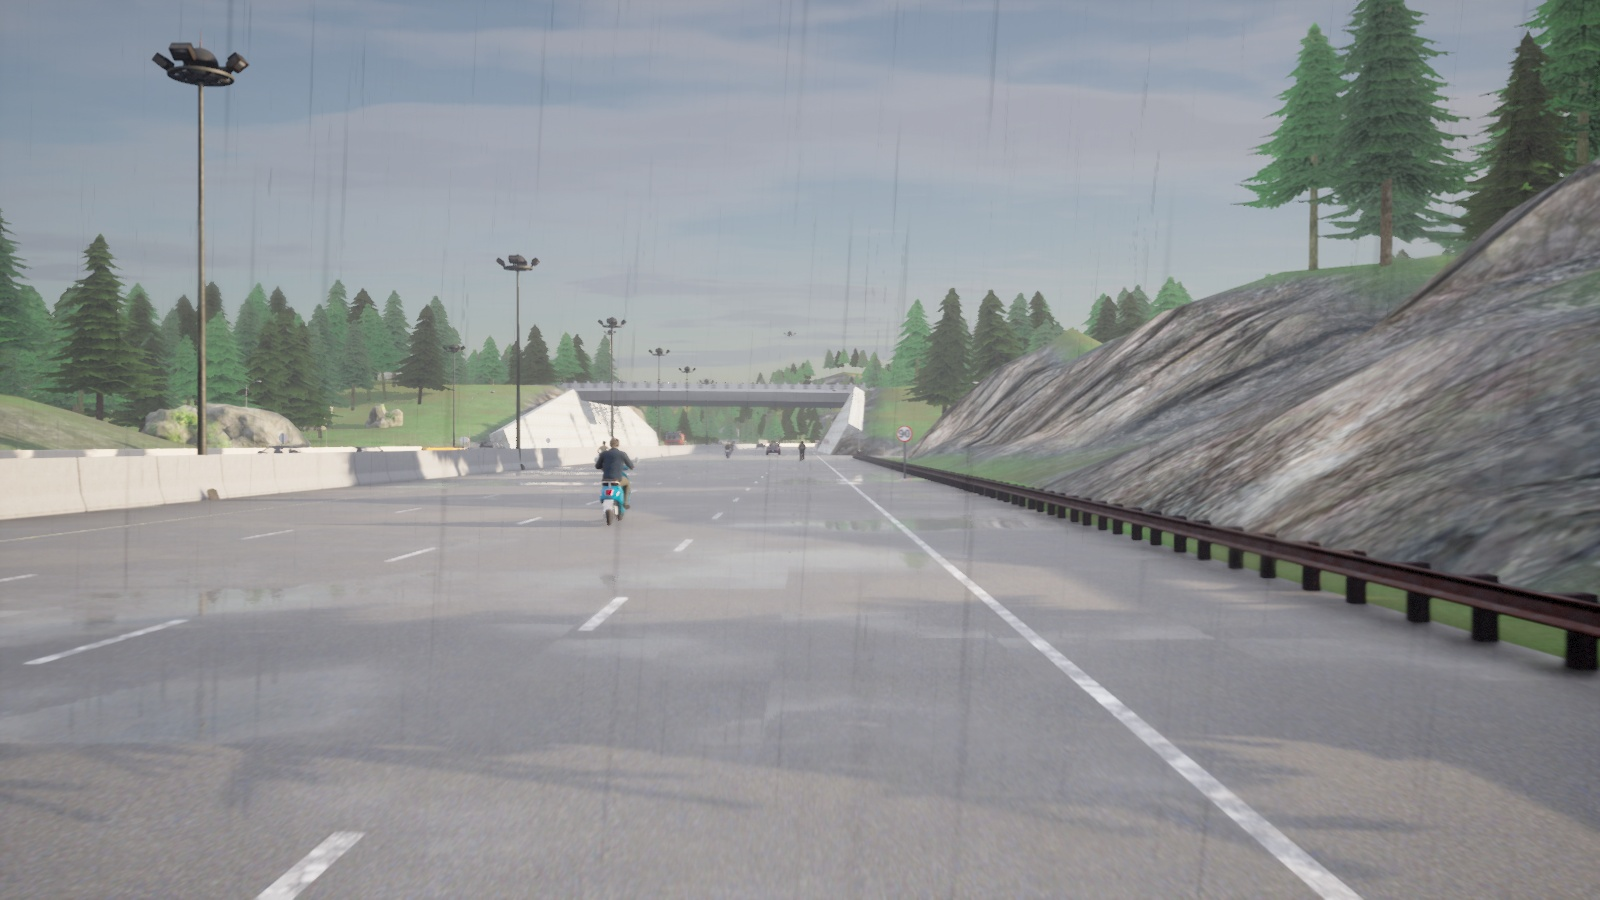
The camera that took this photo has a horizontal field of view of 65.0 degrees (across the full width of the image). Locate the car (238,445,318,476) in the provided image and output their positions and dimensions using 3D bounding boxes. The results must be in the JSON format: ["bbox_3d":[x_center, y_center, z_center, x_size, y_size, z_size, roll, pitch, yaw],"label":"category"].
[{"bbox_3d":[-24.377,0.461,58.779,1.994,1.385,4.181,0,0,0],"label":"car"}]

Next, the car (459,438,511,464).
[{"bbox_3d":[-20.833,0.040,83.246,2.152,1.651,5.027,0,0,0],"label":"car"}]

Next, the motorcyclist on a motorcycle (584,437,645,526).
[{"bbox_3d":[-3.440,0.565,23.389,0.866,1.590,1.817,0,0,0],"label":"motorcyclist on a motorcycle"}]
